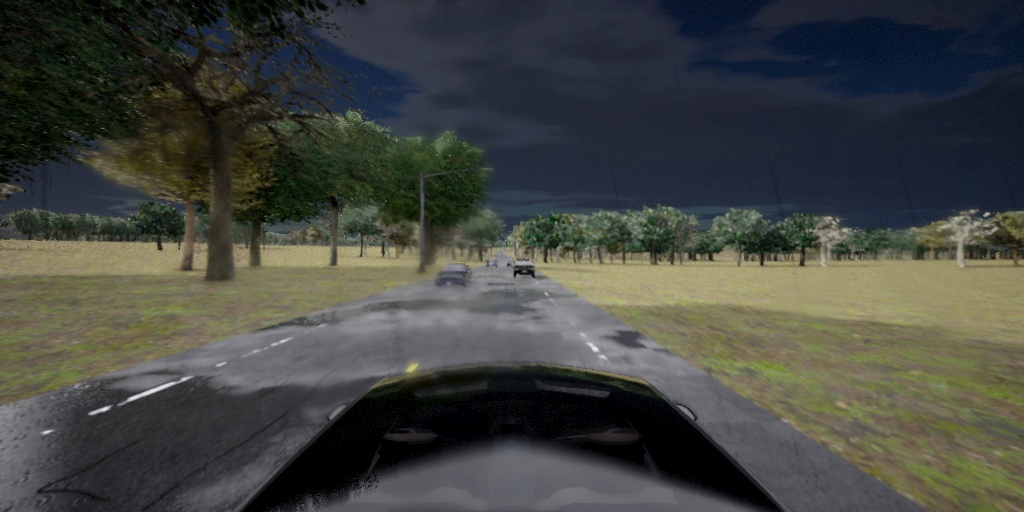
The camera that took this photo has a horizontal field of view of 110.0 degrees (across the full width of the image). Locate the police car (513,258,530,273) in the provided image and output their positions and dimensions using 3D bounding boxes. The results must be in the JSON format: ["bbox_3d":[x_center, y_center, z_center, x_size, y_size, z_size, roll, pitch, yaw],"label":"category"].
[{"bbox_3d":[1.039,1.065,42.317,1.930,1.638,5.238,0,0,0],"label":"police car"}]

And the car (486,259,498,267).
[{"bbox_3d":[-3.535,1.230,63.019,2.128,1.511,4.902,0,0,0],"label":"car"}]

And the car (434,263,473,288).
[{"bbox_3d":[-3.586,1.184,23.089,2.033,1.411,5.357,0,0,0],"label":"car"}]

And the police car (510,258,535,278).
[{"bbox_3d":[1.042,1.050,32.313,1.930,1.638,5.238,0,0,0],"label":"police car"}]
